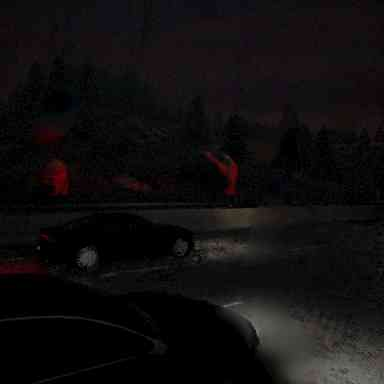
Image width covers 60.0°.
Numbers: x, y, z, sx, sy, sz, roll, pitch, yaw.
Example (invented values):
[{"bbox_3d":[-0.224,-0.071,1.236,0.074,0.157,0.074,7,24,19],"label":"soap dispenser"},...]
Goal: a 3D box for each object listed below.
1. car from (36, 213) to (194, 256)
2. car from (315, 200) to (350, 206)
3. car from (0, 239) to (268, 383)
[{"bbox_3d":[-2.227,1.410,10.690,5.008,1.535,1.882,0,0,-34],"label":"car"},{"bbox_3d":[15.268,1.192,33.287,5.566,2.045,2.150,1,0,-26],"label":"car"},{"bbox_3d":[-1.477,1.480,2.683,4.892,1.490,1.837,0,0,-35],"label":"car"}]
